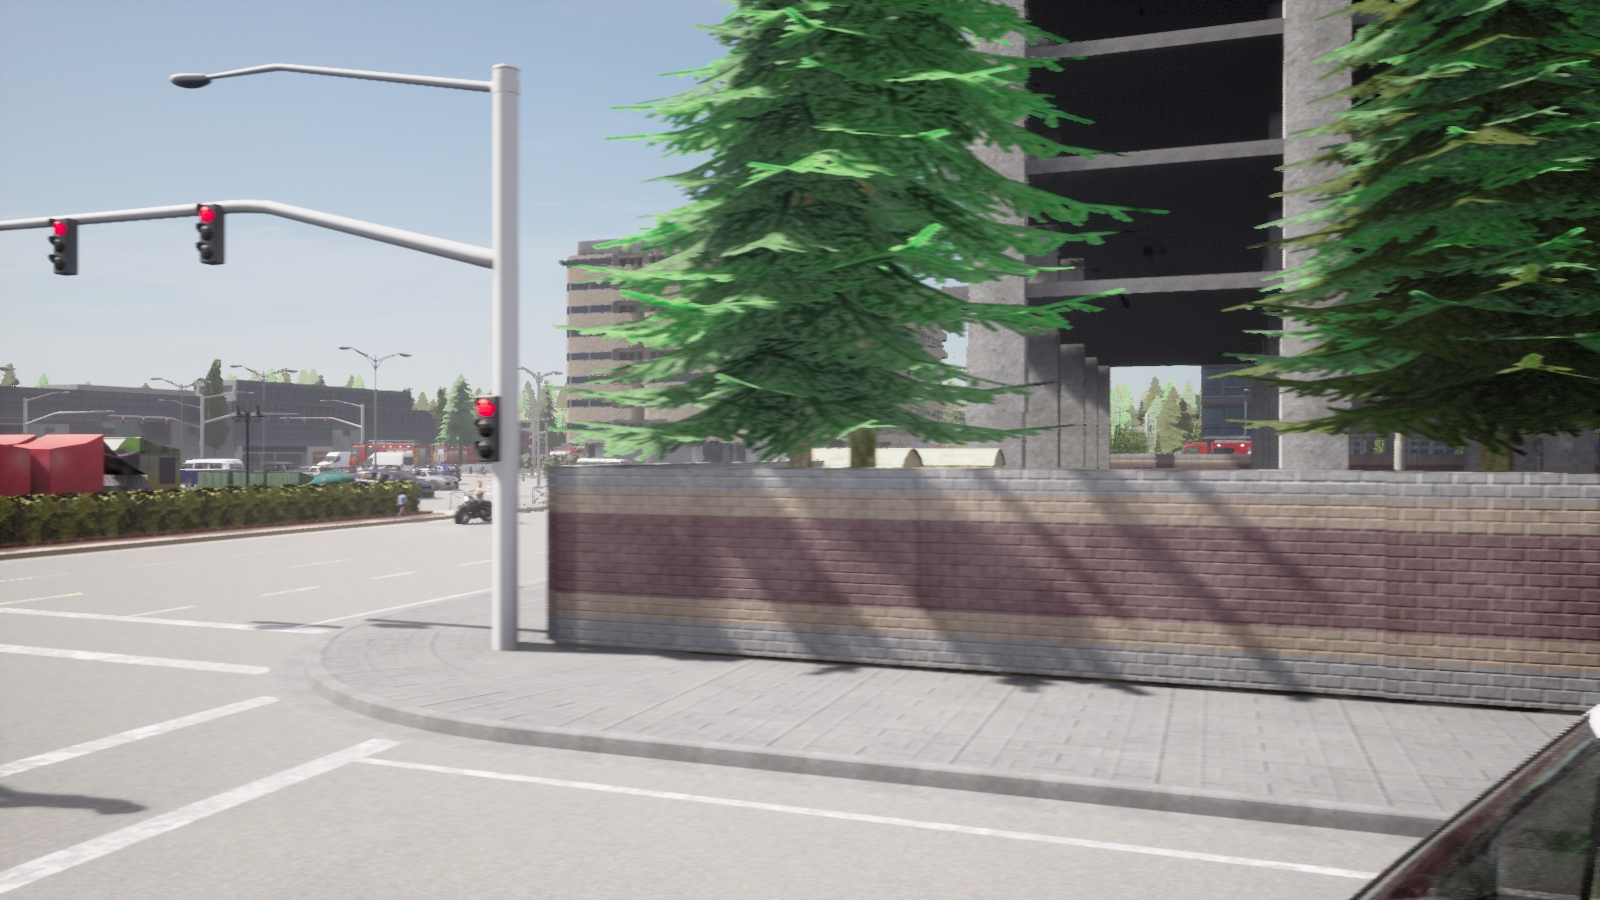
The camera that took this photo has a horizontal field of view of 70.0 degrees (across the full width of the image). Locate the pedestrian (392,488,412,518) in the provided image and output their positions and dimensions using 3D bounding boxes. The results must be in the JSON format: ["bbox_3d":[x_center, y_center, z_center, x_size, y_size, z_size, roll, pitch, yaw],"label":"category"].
[{"bbox_3d":[-15.147,2.020,43.509,0.500,1.100,0.500,0,0,19],"label":"pedestrian"}]

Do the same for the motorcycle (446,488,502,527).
[{"bbox_3d":[-12.035,2.099,42.301,0.764,1.307,2.356,0,0,20],"label":"motorcycle"}]

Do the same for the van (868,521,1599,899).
[{"bbox_3d":[3.250,1.534,2.121,5.915,2.561,1.988,0,0,20],"label":"van"}]
